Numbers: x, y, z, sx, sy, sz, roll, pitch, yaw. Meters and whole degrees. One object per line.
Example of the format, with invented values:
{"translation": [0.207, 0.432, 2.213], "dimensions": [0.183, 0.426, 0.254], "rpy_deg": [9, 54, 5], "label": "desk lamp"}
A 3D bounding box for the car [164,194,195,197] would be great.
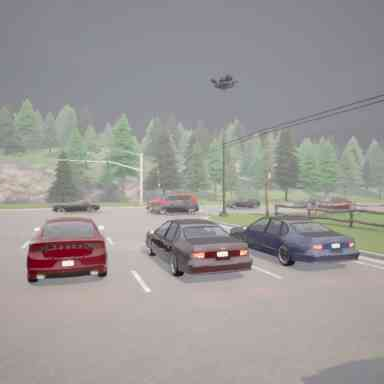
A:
{"translation": [-2.091, 1.221, 35.840], "dimensions": [5.566, 2.045, 2.150], "rpy_deg": [0, 0, -24], "label": "car"}

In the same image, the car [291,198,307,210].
{"translation": [14.902, 1.526, 42.363], "dimensions": [4.674, 1.442, 1.812], "rpy_deg": [0, 0, -19], "label": "car"}

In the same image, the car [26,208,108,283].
{"translation": [-3.648, 1.478, 9.932], "dimensions": [1.882, 1.535, 5.008], "rpy_deg": [0, 0, -19], "label": "car"}

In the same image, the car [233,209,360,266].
{"translation": [3.172, 1.547, 11.644], "dimensions": [2.033, 1.411, 5.357], "rpy_deg": [0, 0, -20], "label": "car"}

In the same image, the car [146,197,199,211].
{"translation": [-1.683, 1.491, 32.167], "dimensions": [4.902, 1.511, 2.128], "rpy_deg": [0, 0, -24], "label": "car"}

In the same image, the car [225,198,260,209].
{"translation": [6.483, 1.491, 43.096], "dimensions": [4.902, 1.511, 2.128], "rpy_deg": [0, 0, -20], "label": "car"}

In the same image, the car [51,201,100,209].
{"translation": [-12.176, 1.601, 34.836], "dimensions": [4.718, 1.301, 1.895], "rpy_deg": [0, 0, -27], "label": "car"}

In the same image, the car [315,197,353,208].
{"translation": [20.463, 1.477, 48.007], "dimensions": [5.008, 1.535, 1.882], "rpy_deg": [0, 0, -19], "label": "car"}

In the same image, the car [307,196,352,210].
{"translation": [16.503, 1.351, 39.234], "dimensions": [4.553, 1.767, 2.097], "rpy_deg": [0, 0, -19], "label": "car"}

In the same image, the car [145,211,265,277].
{"translation": [-0.105, 1.547, 10.403], "dimensions": [2.033, 1.411, 5.357], "rpy_deg": [0, 0, -20], "label": "car"}
